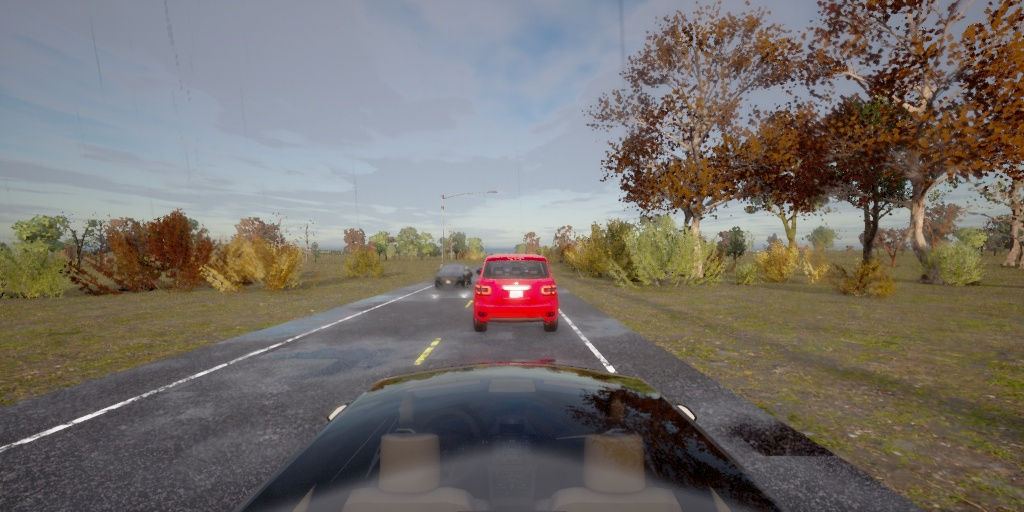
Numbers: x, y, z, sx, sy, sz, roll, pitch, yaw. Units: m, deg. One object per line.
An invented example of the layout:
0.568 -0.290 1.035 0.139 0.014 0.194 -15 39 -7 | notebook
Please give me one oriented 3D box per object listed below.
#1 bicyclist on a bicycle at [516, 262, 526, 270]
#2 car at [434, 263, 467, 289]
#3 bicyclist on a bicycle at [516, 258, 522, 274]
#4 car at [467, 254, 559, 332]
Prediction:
0.859 1.110 30.148 0.659 1.776 1.843 0 0 0 | bicyclist on a bicycle
-3.667 1.220 23.104 1.882 1.535 5.008 0 0 0 | car
0.784 1.107 40.161 0.659 1.776 1.843 0 0 0 | bicyclist on a bicycle
0.078 0.968 10.969 2.150 2.045 5.566 0 0 -1 | car
